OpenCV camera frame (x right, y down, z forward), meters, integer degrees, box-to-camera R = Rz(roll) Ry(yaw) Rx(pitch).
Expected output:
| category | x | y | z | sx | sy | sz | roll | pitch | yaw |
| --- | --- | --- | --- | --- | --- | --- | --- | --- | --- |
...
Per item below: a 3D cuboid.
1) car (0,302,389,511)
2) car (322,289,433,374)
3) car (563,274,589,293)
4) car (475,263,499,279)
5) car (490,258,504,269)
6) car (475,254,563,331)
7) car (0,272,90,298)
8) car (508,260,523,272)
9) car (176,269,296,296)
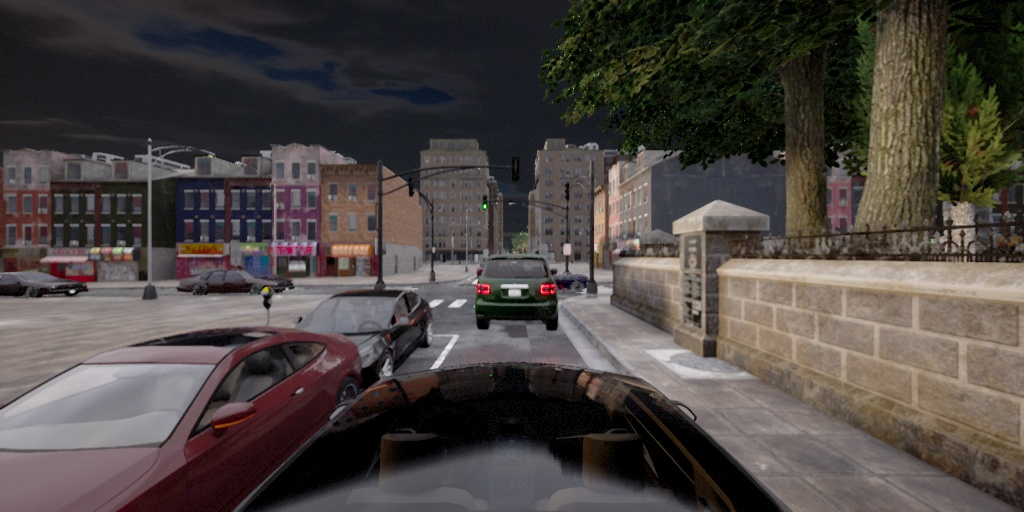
| category | x | y | z | sx | sy | sz | roll | pitch | yaw |
| --- | --- | --- | --- | --- | --- | --- | --- | --- | --- |
| car | -2.638 | 1.331 | 2.855 | 1.802 | 1.307 | 4.207 | 0 | 0 | 0 |
| car | -2.637 | 1.311 | 6.517 | 1.948 | 1.339 | 4.313 | 0 | 0 | 0 |
| car | 1.854 | 1.314 | 19.466 | 4.718 | 1.301 | 1.895 | -1 | 0 | 0 |
| car | -2.272 | 1.315 | 33.302 | 1.895 | 1.301 | 4.718 | 0 | 0 | 0 |
| car | -2.269 | 1.167 | 54.157 | 1.882 | 1.535 | 5.008 | 0 | 0 | 0 |
| car | 0.250 | 0.963 | 11.173 | 2.150 | 2.045 | 5.566 | 0 | 0 | 4 |
| car | -26.440 | 1.578 | 19.379 | 5.357 | 1.411 | 2.033 | -1 | 0 | 0 |
| car | 0.411 | 1.225 | 45.807 | 1.812 | 1.442 | 4.674 | 0 | 0 | 0 |
| car | -14.855 | 1.426 | 19.419 | 5.357 | 1.411 | 2.033 | -1 | 0 | 0 |
